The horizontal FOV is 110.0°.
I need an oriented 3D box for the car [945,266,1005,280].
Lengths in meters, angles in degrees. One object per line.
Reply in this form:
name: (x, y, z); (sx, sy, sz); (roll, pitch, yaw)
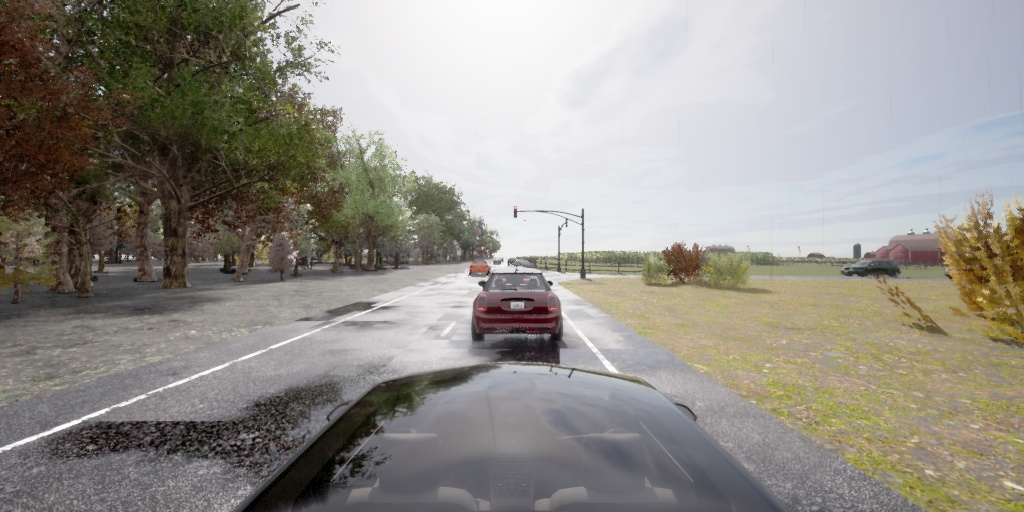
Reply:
car: (48.571, 1.768, 37.579); (4.902, 1.511, 2.128); (1, -1, 1)

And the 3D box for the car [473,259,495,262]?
car: (-3.333, 1.108, 38.800); (2.097, 1.767, 4.553); (0, 0, 0)

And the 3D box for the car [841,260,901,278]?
car: (41.252, 1.478, 41.254); (5.566, 2.045, 2.150); (1, -1, 1)

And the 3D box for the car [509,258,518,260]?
car: (1.388, 1.317, 49.319); (1.994, 1.385, 4.181); (0, 0, -26)

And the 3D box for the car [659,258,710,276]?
car: (19.969, 1.238, 41.400); (5.566, 2.045, 2.150); (0, -1, 0)

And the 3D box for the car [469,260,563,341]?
car: (0.110, 1.104, 10.017); (2.097, 1.767, 4.553); (0, 0, 0)
